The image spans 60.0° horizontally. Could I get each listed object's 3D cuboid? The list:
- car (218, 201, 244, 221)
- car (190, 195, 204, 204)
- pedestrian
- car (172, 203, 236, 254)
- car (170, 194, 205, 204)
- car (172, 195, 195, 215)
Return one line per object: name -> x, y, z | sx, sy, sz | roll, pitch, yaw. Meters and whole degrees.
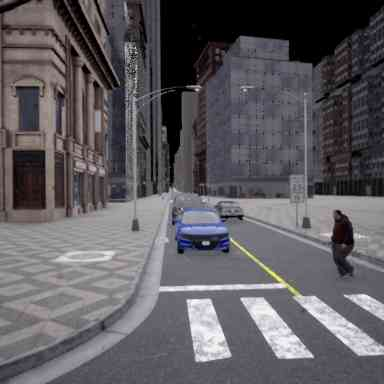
car -> 2.725, 1.435, 26.077 | 2.033, 1.411, 5.357 | 0, 0, -3
car -> 0.789, 1.320, 57.258 | 1.994, 1.385, 4.181 | 0, 0, -4
pedestrian -> 3.803, 1.246, 8.413 | 0.375, 1.860, 0.375 | 0, 0, -4
car -> 0.271, 1.436, 13.602 | 1.882, 1.535, 5.008 | 0, 0, -4
car -> -0.338, 1.144, 23.526 | 2.150, 2.045, 5.566 | 0, 0, -3
car -> -0.935, 1.238, 33.476 | 2.097, 1.767, 4.553 | 0, 0, -3
